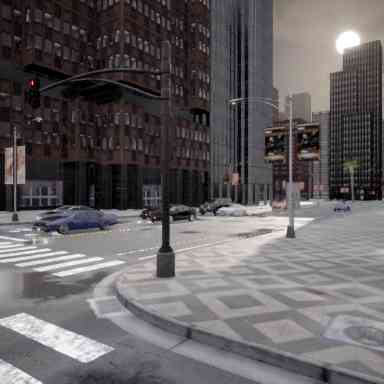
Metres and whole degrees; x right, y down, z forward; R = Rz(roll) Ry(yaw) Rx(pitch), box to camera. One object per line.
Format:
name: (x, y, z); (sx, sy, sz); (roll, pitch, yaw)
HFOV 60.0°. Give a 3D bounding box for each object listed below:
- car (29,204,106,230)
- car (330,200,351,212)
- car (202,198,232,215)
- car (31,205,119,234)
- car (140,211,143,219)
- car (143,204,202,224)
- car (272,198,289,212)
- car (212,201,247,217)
car: (-8.862, 1.723, 24.125); (2.128, 1.511, 4.902); (0, -1, 35)
car: (24.254, 2.430, 53.675); (2.033, 1.411, 5.357); (0, -1, 34)
car: (3.108, 1.754, 41.014); (2.150, 2.045, 5.566); (0, -1, 35)
car: (-7.124, 1.760, 20.958); (2.033, 1.411, 5.357); (0, -1, 35)
car: (-3.102, 1.940, 32.270); (1.994, 1.385, 4.181); (0, -1, 35)
car: (-1.560, 1.830, 28.812); (1.882, 1.535, 5.008); (0, -1, 35)
car: (13.711, 2.012, 50.218); (2.097, 1.767, 4.553); (0, -1, 35)
car: (4.585, 2.033, 37.483); (1.812, 1.442, 4.674); (0, -1, 35)
